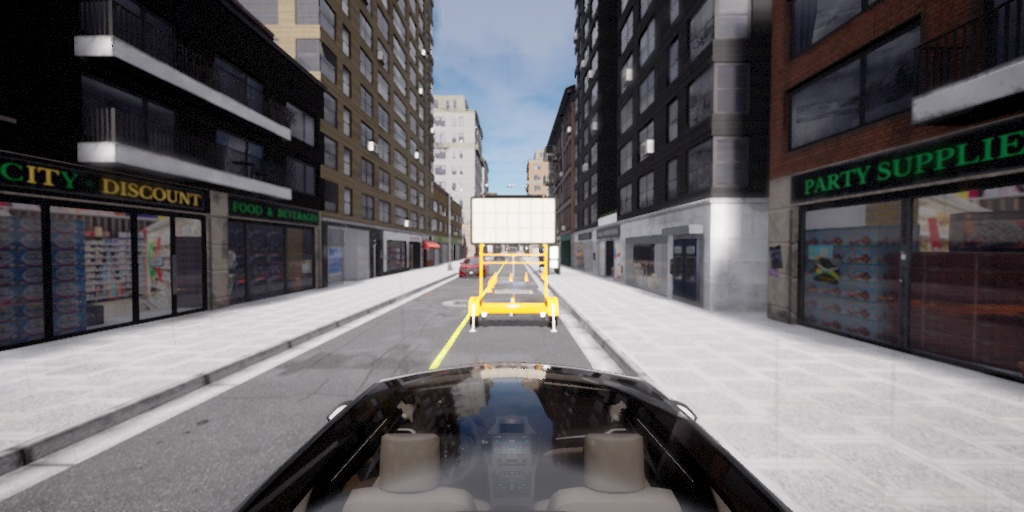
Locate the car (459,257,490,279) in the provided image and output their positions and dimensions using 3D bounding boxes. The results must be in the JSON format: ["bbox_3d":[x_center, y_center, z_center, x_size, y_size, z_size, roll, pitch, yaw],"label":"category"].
[{"bbox_3d":[-2.728,0.799,26.528,1.882,1.535,5.008,0,1,0],"label":"car"}]

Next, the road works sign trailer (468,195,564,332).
[{"bbox_3d":[0.044,0.068,10.277,2.380,3.560,2.880,0,0,0],"label":"road works sign trailer"}]
